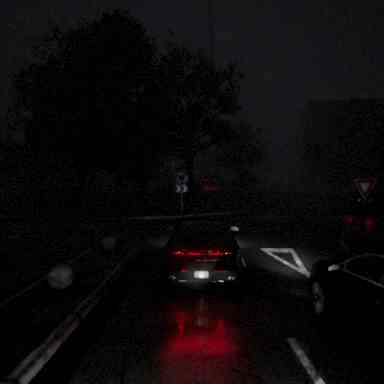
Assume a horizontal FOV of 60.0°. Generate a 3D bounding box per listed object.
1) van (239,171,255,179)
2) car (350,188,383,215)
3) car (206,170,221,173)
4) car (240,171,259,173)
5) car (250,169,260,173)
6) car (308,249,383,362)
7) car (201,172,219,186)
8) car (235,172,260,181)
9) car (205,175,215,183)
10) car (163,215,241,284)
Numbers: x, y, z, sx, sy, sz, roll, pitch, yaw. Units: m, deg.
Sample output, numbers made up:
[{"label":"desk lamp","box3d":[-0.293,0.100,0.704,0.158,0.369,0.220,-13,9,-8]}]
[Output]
[{"label":"van","box3d":[15.169,-4.748,91.635,4.442,1.987,1.878,1,5,11]},{"label":"car","box3d":[13.352,0.478,23.201,4.553,1.767,2.097,-3,3,-21]},{"label":"car","box3d":[5.307,-3.695,80.956,2.097,1.767,4.553,1,5,9]},{"label":"car","box3d":[12.817,-3.497,78.344,4.553,1.767,2.185,1,5,9]},{"label":"car","box3d":[13.682,-4.083,83.748,5.566,2.045,2.435,1,5,9]},{"label":"car","box3d":[3.145,1.507,4.516,2.128,1.511,4.902,0,0,0]},{"label":"car","box3d":[3.286,-2.184,61.144,2.150,2.045,5.566,0,5,0]},{"label":"car","box3d":[12.343,-3.143,75.651,4.892,1.521,2.231,1,5,9]},{"label":"car","box3d":[3.898,-2.754,71.489,1.837,1.490,4.892,1,5,9]},{"label":"car","box3d":[0.306,1.431,9.481,1.837,1.490,4.892,0,2,2]}]
